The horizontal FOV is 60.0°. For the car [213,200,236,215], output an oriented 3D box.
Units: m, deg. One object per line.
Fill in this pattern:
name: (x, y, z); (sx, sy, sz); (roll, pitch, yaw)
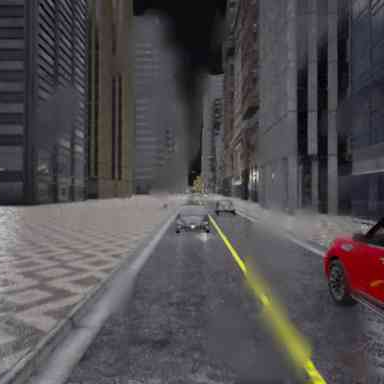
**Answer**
car: (3.148, 1.460, 32.628); (2.033, 1.411, 5.357); (0, 0, 1)

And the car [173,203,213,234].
car: (0.045, 1.447, 18.932); (1.837, 1.490, 4.892); (0, 1, 0)

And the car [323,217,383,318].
car: (3.908, 1.223, 4.835); (2.150, 2.045, 5.566); (0, 0, 0)
